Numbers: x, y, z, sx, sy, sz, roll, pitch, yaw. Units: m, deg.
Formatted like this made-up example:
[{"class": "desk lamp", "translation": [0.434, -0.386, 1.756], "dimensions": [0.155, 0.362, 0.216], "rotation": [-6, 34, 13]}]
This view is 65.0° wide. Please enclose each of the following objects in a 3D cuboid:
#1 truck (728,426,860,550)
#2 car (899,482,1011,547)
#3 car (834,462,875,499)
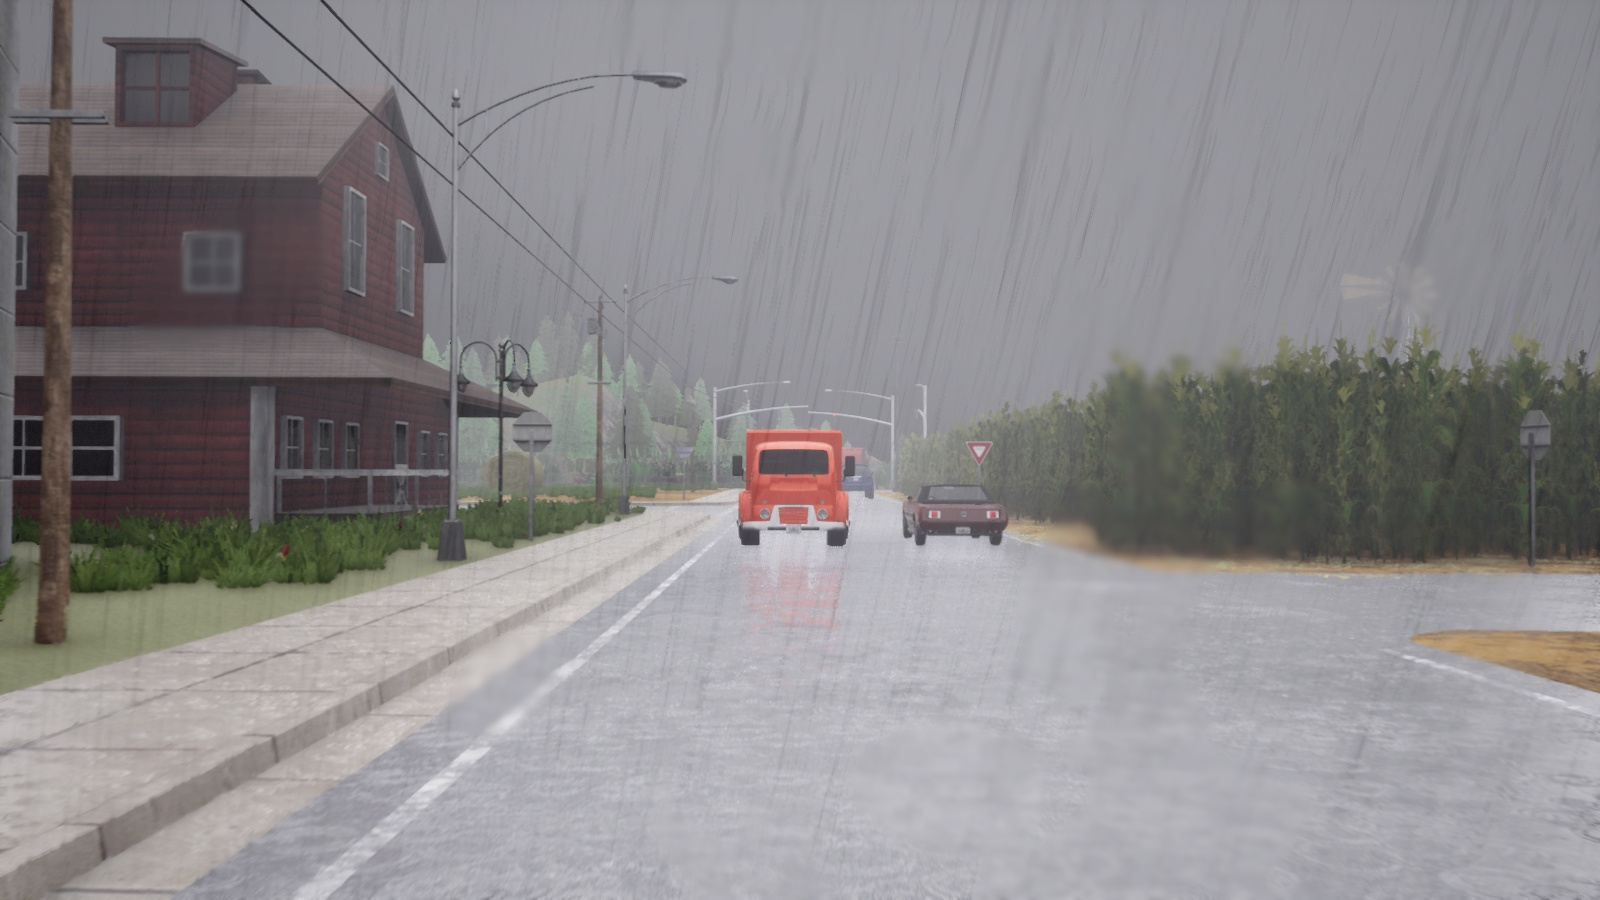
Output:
[{"class": "truck", "translation": [-0.131, 0.799, 27.697], "dimensions": [2.627, 2.467, 5.204], "rotation": [0, -1, 0]}, {"class": "car", "translation": [3.369, 1.381, 28.170], "dimensions": [1.895, 1.301, 4.718], "rotation": [0, -1, 0]}, {"class": "car", "translation": [3.163, 1.777, 73.849], "dimensions": [2.150, 2.045, 5.566], "rotation": [0, -1, 0]}]
